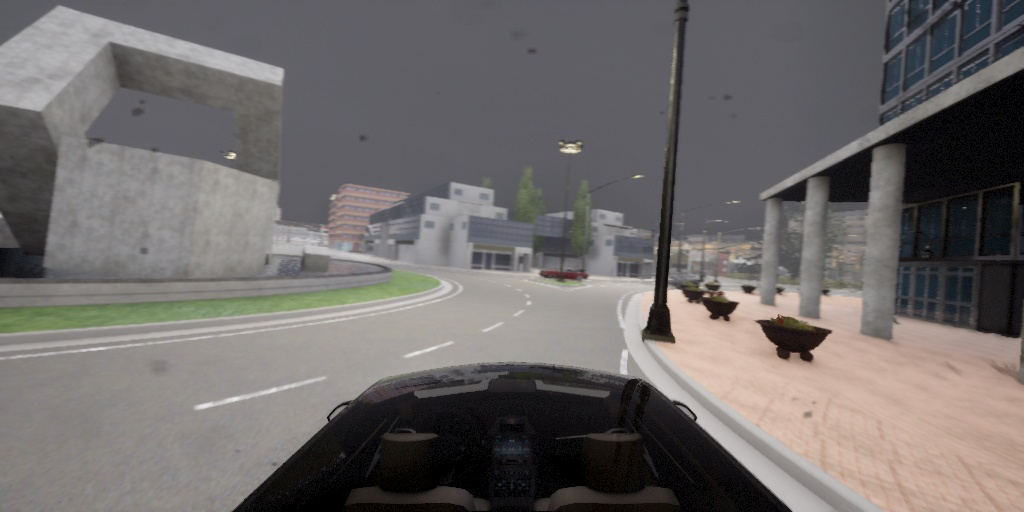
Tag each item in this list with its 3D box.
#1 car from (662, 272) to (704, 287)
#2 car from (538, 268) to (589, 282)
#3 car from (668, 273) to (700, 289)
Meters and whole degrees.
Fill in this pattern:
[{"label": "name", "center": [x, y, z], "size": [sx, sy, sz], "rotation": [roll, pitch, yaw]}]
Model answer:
[{"label": "car", "center": [20.410, 2.820, 42.802], "size": [4.902, 1.511, 2.128], "rotation": [4, 0, -31]}, {"label": "car", "center": [5.029, 1.775, 35.166], "size": [4.718, 1.301, 1.895], "rotation": [4, 0, -17]}, {"label": "car", "center": [17.045, 2.560, 36.405], "size": [4.902, 1.511, 2.128], "rotation": [4, 0, -32]}]
